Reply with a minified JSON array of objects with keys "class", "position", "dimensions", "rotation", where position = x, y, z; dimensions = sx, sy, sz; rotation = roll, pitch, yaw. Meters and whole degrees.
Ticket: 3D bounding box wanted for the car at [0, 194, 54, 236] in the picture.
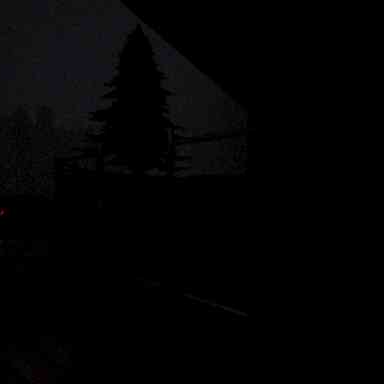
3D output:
[{"class":"car","position":[-9.065,1.134,18.276],"dimensions":[2.150,2.045,5.566],"rotation":[0,0,20]}]
